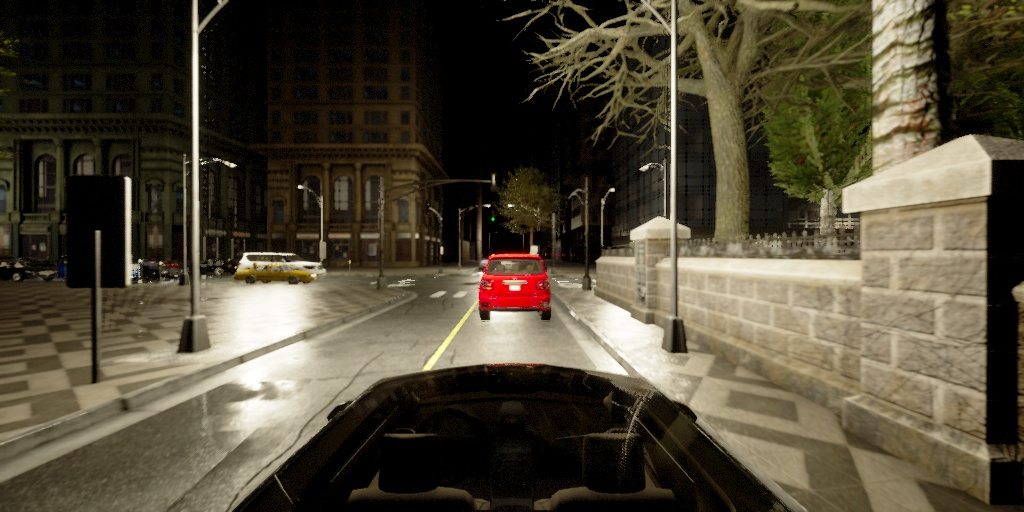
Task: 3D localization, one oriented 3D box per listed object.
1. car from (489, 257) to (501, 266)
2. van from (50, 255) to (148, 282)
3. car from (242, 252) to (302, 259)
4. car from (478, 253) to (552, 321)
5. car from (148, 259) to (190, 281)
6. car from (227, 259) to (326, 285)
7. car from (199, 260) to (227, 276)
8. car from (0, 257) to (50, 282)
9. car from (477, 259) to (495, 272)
[{"bbox_3d":[-2.995,0.972,63.367,1.994,1.385,4.181,0,1,0],"label":"car"},{"bbox_3d":[-26.349,0.797,22.961,3.998,1.789,1.690,0,0,0],"label":"van"},{"bbox_3d":[-16.368,0.781,25.565,5.566,2.045,2.150,1,0,1],"label":"car"},{"bbox_3d":[0.123,0.950,12.446,2.150,2.045,5.566,0,0,1],"label":"car"},{"bbox_3d":[-26.602,0.995,25.628,5.357,1.411,2.033,1,0,1],"label":"car"},{"bbox_3d":[-14.937,1.103,22.894,4.829,1.417,1.751,0,0,0],"label":"car"},{"bbox_3d":[-26.307,1.004,31.487,4.313,1.339,1.948,0,0,0],"label":"car"},{"bbox_3d":[-31.967,0.937,22.995,4.403,1.370,2.007,0,0,0],"label":"car"},{"bbox_3d":[-3.113,1.136,43.569,2.033,1.411,5.357,0,0,-4],"label":"car"}]
